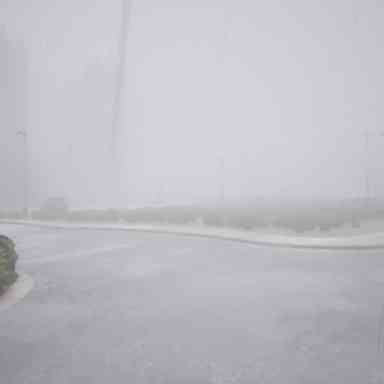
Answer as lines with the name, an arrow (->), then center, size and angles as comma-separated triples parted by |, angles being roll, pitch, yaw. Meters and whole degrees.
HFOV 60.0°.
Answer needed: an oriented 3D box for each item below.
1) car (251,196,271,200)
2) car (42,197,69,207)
car -> 11.304, 1.334, 55.675 | 1.994, 1.385, 4.181 | 0, 0, -35
car -> -15.239, 1.428, 36.992 | 2.242, 1.667, 4.611 | 0, 0, -36
